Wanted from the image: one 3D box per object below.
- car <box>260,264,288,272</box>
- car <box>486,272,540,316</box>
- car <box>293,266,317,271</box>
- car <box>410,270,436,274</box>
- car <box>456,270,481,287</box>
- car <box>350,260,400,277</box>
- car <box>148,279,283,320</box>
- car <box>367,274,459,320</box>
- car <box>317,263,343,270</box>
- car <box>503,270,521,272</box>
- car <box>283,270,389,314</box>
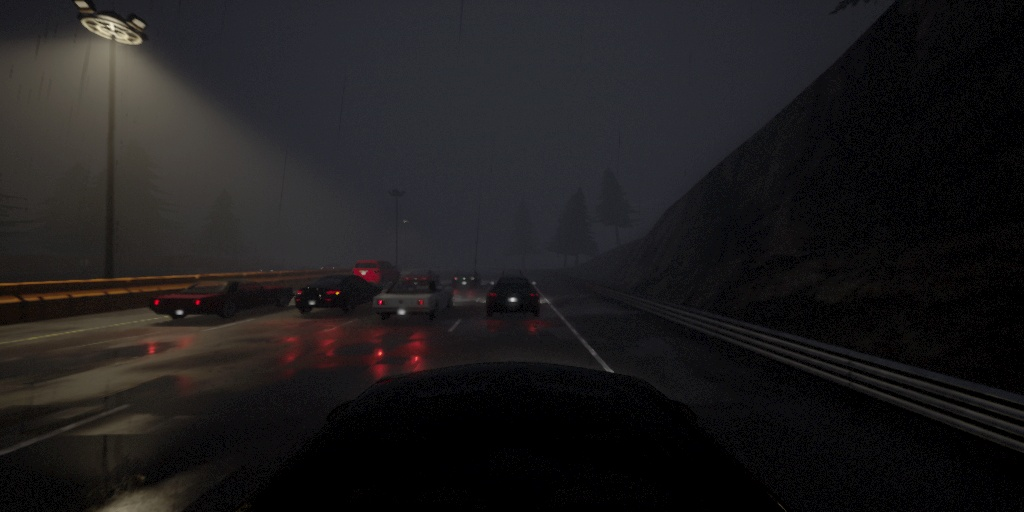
[{"bbox_3d":[-33.528,1.958,50.584,1.837,1.490,4.892,0,-1,-9],"label":"car"},{"bbox_3d":[0.053,1.496,14.254,1.994,1.385,4.181,0,-1,1],"label":"car"},{"bbox_3d":[-30.311,2.084,52.634,1.895,1.301,4.718,0,-1,-9],"label":"car"},{"bbox_3d":[-7.005,1.737,28.525,1.895,1.301,4.718,0,-1,0],"label":"car"},{"bbox_3d":[-3.506,1.737,28.512,1.895,1.301,4.718,0,-1,0],"label":"car"},{"bbox_3d":[-10.500,1.352,28.018,2.150,2.045,5.566,0,-1,0],"label":"car"},{"bbox_3d":[-10.451,1.521,13.519,1.895,1.301,4.718,0,-1,1],"label":"car"},{"bbox_3d":[-3.451,1.521,13.521,1.895,1.301,4.718,0,-1,1],"label":"car"},{"bbox_3d":[-27.004,1.852,53.829,2.097,1.767,4.553,0,-1,-10],"label":"car"},{"bbox_3d":[-0.008,1.737,28.516,1.895,1.301,4.718,0,-1,0],"label":"car"},{"bbox_3d":[-6.940,1.464,14.789,1.812,1.442,4.674,0,-1,0],"label":"car"}]
